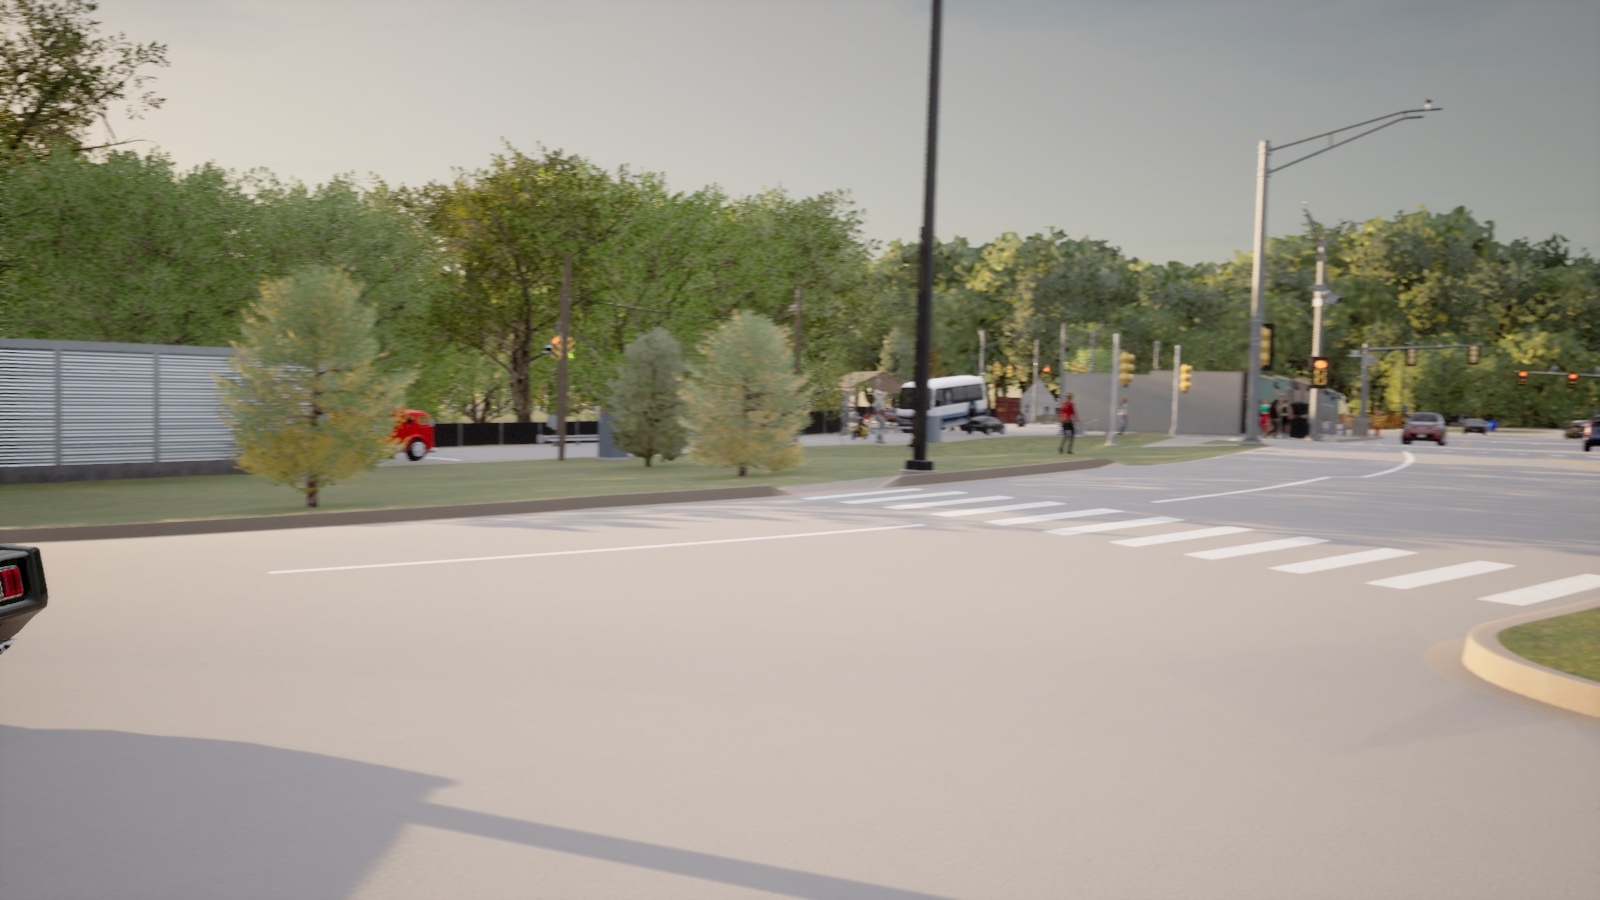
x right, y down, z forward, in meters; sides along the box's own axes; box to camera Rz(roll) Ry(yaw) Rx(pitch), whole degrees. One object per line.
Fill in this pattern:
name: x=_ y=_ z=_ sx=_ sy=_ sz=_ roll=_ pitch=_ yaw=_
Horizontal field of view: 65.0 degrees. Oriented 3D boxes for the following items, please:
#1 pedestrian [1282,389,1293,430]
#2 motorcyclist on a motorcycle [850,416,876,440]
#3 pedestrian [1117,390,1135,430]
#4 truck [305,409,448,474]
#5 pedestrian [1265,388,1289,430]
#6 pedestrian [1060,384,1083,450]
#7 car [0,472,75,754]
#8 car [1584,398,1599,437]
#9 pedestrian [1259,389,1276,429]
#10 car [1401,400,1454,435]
pedestrian: x=22.396 y=-1.862 z=57.704 sx=0.345 sy=1.836 sz=0.594 roll=1 pitch=1 yaw=10
motorcyclist on a motorcycle: x=4.271 y=-1.482 z=85.057 sx=0.797 sy=1.523 sz=2.044 roll=3 pitch=4 yaw=35
pedestrian: x=15.197 y=-1.870 z=58.556 sx=0.706 sy=1.836 sz=0.354 roll=2 pitch=2 yaw=30
truck: x=-17.898 y=-0.433 z=53.277 sx=2.627 sy=2.467 sz=5.204 roll=2 pitch=4 yaw=34
pedestrian: x=20.869 y=-1.791 z=54.954 sx=0.899 sy=1.844 sz=0.634 roll=2 pitch=2 yaw=26
pedestrian: x=7.665 y=-0.941 z=35.505 sx=0.331 sy=1.846 sz=0.636 roll=2 pitch=2 yaw=41
car: x=-6.108 y=0.829 z=5.470 sx=4.718 sy=1.301 sz=1.895 roll=-1 pitch=1 yaw=-5
car: x=34.822 y=-1.379 z=53.894 sx=1.851 sy=1.617 sz=3.988 roll=2 pitch=2 yaw=33
pedestrian: x=21.556 y=-1.881 z=57.879 sx=0.594 sy=1.836 sz=0.345 roll=1 pitch=2 yaw=-18
car: x=28.267 y=-1.445 z=56.507 sx=1.845 sy=1.501 sz=3.633 roll=2 pitch=2 yaw=30
